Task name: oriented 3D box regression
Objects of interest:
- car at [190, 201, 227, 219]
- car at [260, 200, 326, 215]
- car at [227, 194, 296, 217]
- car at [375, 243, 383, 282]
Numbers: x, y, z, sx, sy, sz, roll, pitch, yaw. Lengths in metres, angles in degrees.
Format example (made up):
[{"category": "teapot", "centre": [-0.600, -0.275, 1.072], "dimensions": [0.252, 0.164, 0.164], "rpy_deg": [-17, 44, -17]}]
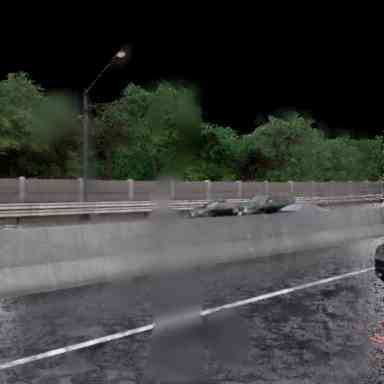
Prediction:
[{"category": "car", "centre": [1.998, 1.476, 26.727], "dimensions": [4.674, 1.442, 1.812], "rpy_deg": [0, 0, -35]}, {"category": "car", "centre": [6.894, 1.473, 21.601], "dimensions": [4.674, 1.442, 1.812], "rpy_deg": [0, 0, -35]}, {"category": "car", "centre": [5.665, 1.161, 25.008], "dimensions": [5.566, 2.045, 2.150], "rpy_deg": [0, 0, -34]}, {"category": "car", "centre": [6.422, 1.489, 8.250], "dimensions": [4.892, 1.490, 1.837], "rpy_deg": [0, 0, -35]}]
